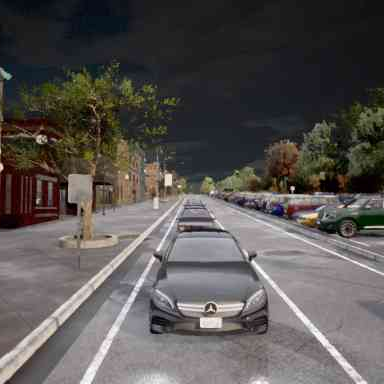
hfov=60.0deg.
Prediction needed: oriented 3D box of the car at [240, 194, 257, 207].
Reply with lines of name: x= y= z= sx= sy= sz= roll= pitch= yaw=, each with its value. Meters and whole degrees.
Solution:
car: x=9.107 y=1.409 z=42.310 sx=4.892 sy=1.521 sz=2.231 roll=0 pitch=0 yaw=0

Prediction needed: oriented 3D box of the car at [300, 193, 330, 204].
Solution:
car: x=22.089 y=1.136 z=59.678 sx=4.553 sy=1.767 sz=2.185 roll=0 pitch=1 yaw=0

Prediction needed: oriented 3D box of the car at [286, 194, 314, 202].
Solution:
car: x=22.004 y=1.188 z=68.005 sx=4.892 sy=1.521 sz=2.231 roll=0 pitch=1 yaw=0

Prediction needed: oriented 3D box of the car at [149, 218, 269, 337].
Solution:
car: x=0.253 y=1.524 z=6.868 sx=1.812 sy=1.442 sz=4.674 roll=0 pitch=0 yaw=0

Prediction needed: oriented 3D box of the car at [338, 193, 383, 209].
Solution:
car: x=22.147 y=1.153 z=43.021 sx=5.566 sy=2.045 sz=2.435 roll=0 pitch=0 yaw=0

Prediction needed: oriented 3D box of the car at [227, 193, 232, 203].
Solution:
car: x=8.995 y=1.291 z=56.329 sx=4.892 sy=1.521 sz=2.231 roll=0 pitch=1 yaw=0

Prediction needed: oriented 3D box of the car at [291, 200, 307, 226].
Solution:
car: x=9.075 y=1.466 z=19.876 sx=5.366 sy=1.575 sz=1.946 roll=0 pitch=0 yaw=0

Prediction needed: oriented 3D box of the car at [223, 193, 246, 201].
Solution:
car: x=8.871 y=1.039 z=70.343 sx=4.553 sy=1.767 sz=2.185 roll=0 pitch=1 yaw=0

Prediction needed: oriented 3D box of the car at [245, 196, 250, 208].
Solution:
car: x=9.118 y=1.466 z=39.507 sx=4.674 sy=1.452 sz=2.002 roll=0 pitch=0 yaw=0

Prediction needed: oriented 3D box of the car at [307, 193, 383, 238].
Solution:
car: x=9.252 y=1.221 z=17.074 sx=5.566 sy=2.045 sz=2.435 roll=0 pitch=0 yaw=0

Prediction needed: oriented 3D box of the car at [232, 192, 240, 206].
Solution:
car: x=9.033 y=1.113 z=47.916 sx=5.566 sy=2.045 sz=2.435 roll=0 pitch=1 yaw=0

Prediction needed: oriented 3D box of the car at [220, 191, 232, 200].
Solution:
car: x=8.913 y=0.963 z=64.735 sx=5.566 sy=2.045 sz=2.435 roll=0 pitch=1 yaw=0

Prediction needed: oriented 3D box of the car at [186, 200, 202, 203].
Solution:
car: x=0.220 y=1.442 z=29.909 sx=2.128 sy=1.511 sz=4.902 roll=0 pitch=0 yaw=0

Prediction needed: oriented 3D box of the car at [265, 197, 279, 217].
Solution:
car: x=9.195 y=1.460 z=28.287 sx=5.008 sy=1.535 sz=2.097 roll=0 pitch=0 yaw=0

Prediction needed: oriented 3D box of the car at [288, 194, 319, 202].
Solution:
car: x=21.833 y=1.209 z=65.227 sx=5.366 sy=1.575 sz=1.946 roll=0 pitch=0 yaw=0

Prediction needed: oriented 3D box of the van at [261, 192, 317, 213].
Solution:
van: x=9.064 y=1.230 z=31.093 sx=4.442 sy=1.987 sz=1.878 roll=0 pitch=0 yaw=0

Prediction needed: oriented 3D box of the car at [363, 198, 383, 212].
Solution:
car: x=22.186 y=1.469 z=37.465 sx=4.792 sy=1.488 sz=2.163 roll=0 pitch=0 yaw=0

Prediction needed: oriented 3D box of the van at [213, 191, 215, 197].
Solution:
van: x=8.646 y=0.764 z=89.963 sx=4.442 sy=1.987 sz=1.878 roll=0 pitch=1 yaw=0

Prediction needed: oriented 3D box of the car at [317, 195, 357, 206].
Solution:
car: x=22.303 y=1.333 z=51.352 sx=5.366 sy=1.575 sz=1.946 roll=0 pitch=1 yaw=0

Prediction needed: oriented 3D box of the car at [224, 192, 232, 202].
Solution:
car: x=8.959 y=1.280 z=61.935 sx=4.674 sy=1.452 sz=2.002 roll=0 pitch=1 yaw=0

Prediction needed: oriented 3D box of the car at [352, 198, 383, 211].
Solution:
car: x=22.224 y=1.452 z=40.249 sx=4.792 sy=1.488 sz=2.163 roll=0 pitch=0 yaw=0

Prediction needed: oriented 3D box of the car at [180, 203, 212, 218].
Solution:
car: x=0.193 y=1.532 z=17.447 sx=2.033 sy=1.411 sz=5.357 roll=0 pitch=0 yaw=0

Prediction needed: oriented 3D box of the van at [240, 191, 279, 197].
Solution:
van: x=9.198 y=1.163 z=45.117 sx=4.442 sy=1.987 sz=1.878 roll=0 pitch=0 yaw=0

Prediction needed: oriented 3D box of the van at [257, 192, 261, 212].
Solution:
van: x=9.277 y=1.222 z=33.896 sx=4.442 sy=1.987 sz=1.878 roll=0 pitch=0 yaw=0

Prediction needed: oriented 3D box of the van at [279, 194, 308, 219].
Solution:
van: x=9.337 y=1.237 z=25.485 sx=4.442 sy=1.987 sz=1.878 roll=0 pitch=0 yaw=0

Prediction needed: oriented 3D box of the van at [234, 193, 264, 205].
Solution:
van: x=9.138 y=1.089 z=53.524 sx=4.442 sy=1.987 sz=1.878 roll=0 pitch=1 yaw=0

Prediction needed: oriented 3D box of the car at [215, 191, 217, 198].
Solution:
car: x=8.817 y=1.065 z=81.556 sx=5.008 sy=1.535 sz=2.097 roll=0 pitch=1 yaw=0

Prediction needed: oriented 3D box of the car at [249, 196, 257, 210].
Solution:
car: x=9.170 y=1.470 z=36.699 sx=4.792 sy=1.488 sz=2.163 roll=0 pitch=0 yaw=0

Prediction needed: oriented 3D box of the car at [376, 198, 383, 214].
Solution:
car: x=22.419 y=1.444 z=34.695 sx=5.366 sy=1.575 sz=1.946 roll=0 pitch=0 yaw=0

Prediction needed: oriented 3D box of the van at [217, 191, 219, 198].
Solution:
van: x=8.726 y=0.864 z=78.750 sx=4.442 sy=1.987 sz=1.878 roll=0 pitch=1 yaw=0

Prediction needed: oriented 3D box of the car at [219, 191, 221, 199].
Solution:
car: x=8.893 y=0.938 z=67.538 sx=5.566 sy=2.045 sz=2.435 roll=0 pitch=1 yaw=0

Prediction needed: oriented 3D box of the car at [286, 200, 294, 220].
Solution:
car: x=9.243 y=1.506 z=22.681 sx=4.674 sy=1.452 sz=2.002 roll=0 pitch=0 yaw=0

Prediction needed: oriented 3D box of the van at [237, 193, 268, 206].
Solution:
van: x=9.158 y=1.114 z=50.721 sx=4.442 sy=1.987 sz=1.878 roll=0 pitch=1 yaw=0
